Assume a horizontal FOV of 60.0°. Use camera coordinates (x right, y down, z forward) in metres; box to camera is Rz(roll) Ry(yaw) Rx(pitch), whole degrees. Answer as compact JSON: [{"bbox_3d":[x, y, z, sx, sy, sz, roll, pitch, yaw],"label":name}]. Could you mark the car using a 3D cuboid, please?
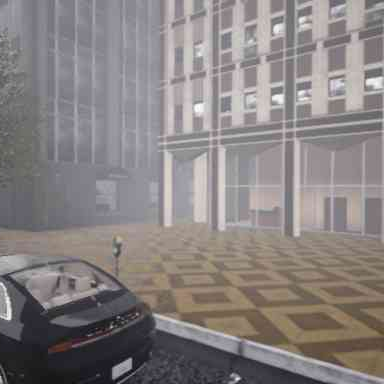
[{"bbox_3d":[-2.485,1.550,4.641,4.403,1.369,2.008,0,0,35],"label":"car"}]
